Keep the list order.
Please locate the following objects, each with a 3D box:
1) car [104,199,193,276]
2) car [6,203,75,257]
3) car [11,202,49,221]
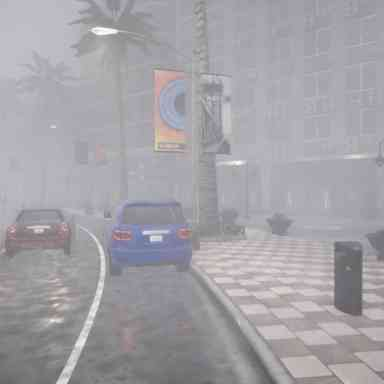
[{"bbox_3d":[-1.572,1.219,10.654,2.150,2.045,5.566,0,0,-15],"label":"car"},{"bbox_3d":[-5.875,1.347,13.339,2.097,1.767,4.553,0,0,-18],"label":"car"},{"bbox_3d":[-13.689,1.590,27.957,1.895,1.301,4.718,0,0,-37],"label":"car"}]
